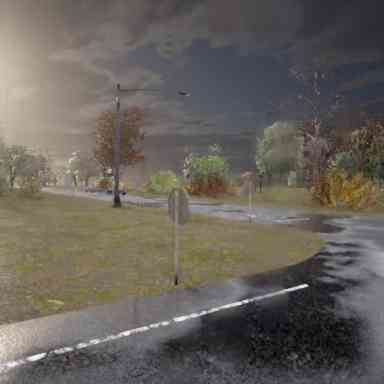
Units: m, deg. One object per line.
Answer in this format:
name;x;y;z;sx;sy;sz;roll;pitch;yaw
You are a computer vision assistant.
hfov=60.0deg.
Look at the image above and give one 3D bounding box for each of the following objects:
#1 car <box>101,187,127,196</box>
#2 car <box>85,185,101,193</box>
car;-11.917;-0.128;51.717;1.895;1.301;4.718;0;2;-36
car;-17.735;-0.558;59.814;2.128;1.511;4.902;0;2;-36
